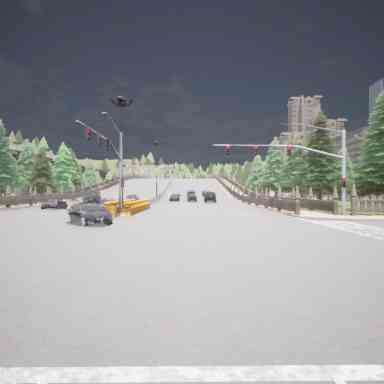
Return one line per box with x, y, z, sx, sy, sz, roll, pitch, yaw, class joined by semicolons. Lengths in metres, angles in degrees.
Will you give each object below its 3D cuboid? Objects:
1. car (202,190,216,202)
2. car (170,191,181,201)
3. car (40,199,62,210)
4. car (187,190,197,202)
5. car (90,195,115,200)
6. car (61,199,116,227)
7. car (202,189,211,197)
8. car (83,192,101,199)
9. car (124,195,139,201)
3.508;0.896;64.953;2.150;2.045;5.566;0;3;0;car
-3.505;1.080;67.800;1.994;1.385;4.181;0;3;0;car
-17.598;1.564;42.442;1.994;1.385;4.181;0;0;0;car
0.003;1.082;66.783;1.837;1.490;4.892;0;4;0;car
-10.598;1.491;41.331;2.128;1.511;4.902;0;0;0;car
-7.166;1.506;22.934;1.837;1.490;4.892;-2;1;-37;car
3.343;0.217;77.988;1.812;1.442;4.674;0;7;0;car
-17.620;1.124;58.868;2.150;2.045;5.566;0;2;0;car
-10.624;1.270;58.378;2.097;1.767;4.553;0;2;0;car
